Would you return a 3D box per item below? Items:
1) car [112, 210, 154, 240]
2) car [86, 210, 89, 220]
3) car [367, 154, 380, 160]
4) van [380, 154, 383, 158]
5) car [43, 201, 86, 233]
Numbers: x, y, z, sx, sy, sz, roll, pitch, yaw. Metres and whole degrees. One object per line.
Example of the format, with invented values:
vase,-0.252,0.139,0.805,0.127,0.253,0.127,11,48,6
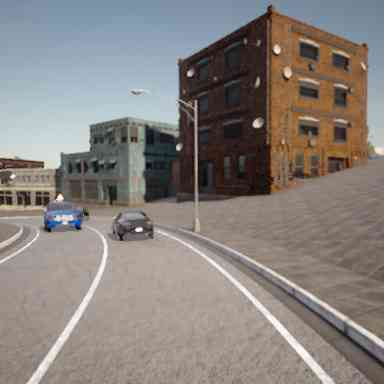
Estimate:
car,-3.355,1.740,18.567,1.812,1.442,4.674,-1,-1,-19
car,-12.920,2.314,36.501,1.882,1.535,5.008,-2,-1,-37
car,32.708,-5.795,57.755,2.002,1.452,4.674,0,1,9
van,31.820,-5.926,52.178,1.878,1.987,4.442,0,1,9
car,-9.239,1.677,23.590,2.150,2.045,5.566,-1,-1,-26
